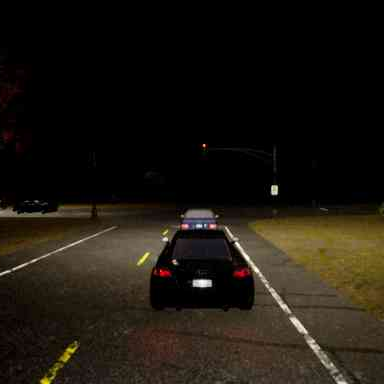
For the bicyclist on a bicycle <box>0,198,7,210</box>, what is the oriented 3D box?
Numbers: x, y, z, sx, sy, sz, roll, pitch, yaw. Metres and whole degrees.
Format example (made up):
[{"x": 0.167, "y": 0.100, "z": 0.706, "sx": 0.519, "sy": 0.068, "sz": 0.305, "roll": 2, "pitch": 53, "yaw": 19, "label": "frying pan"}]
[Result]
[{"x": -25.532, "y": 1.574, "z": 45.048, "sx": 0.582, "sy": 1.620, "sz": 1.656, "roll": -1, "pitch": 0, "yaw": 5, "label": "bicyclist on a bicycle"}]

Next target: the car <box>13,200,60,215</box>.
[{"x": -17.140, "y": 1.687, "z": 36.713, "sx": 4.902, "sy": 1.511, "sz": 2.128, "roll": -1, "pitch": 1, "yaw": 5, "label": "car"}]

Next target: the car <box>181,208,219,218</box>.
[{"x": 0.387, "y": 1.528, "z": 17.020, "sx": 2.033, "sy": 1.411, "sz": 5.357, "roll": 0, "pitch": 0, "yaw": 2, "label": "car"}]

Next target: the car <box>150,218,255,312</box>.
[{"x": 0.197, "y": 1.557, "z": 7.792, "sx": 1.994, "sy": 1.385, "sz": 4.181, "roll": 0, "pitch": 0, "yaw": 1, "label": "car"}]
